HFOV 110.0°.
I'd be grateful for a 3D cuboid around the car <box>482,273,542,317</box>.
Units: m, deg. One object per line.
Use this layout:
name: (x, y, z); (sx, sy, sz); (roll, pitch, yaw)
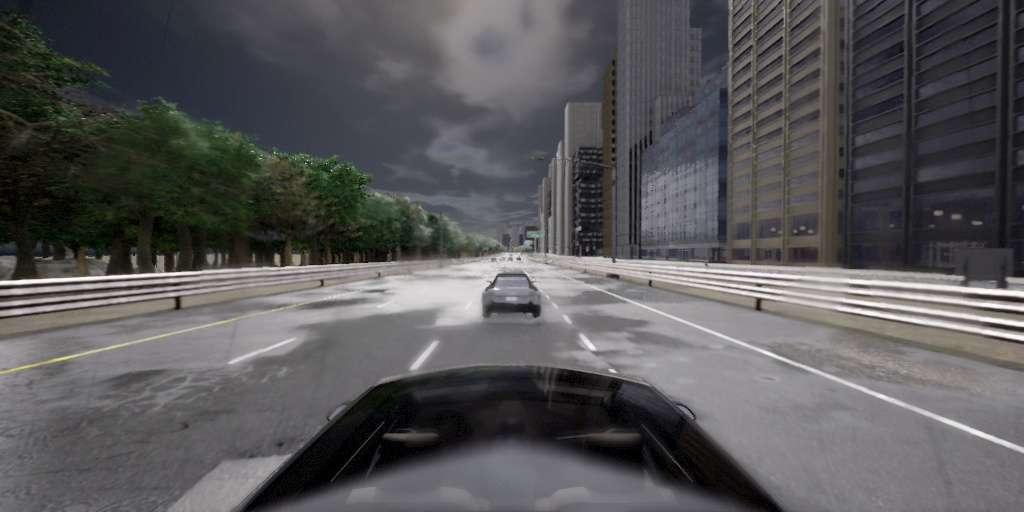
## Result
car: (-0.004, 1.314, 13.261); (1.994, 1.385, 4.181); (0, 0, 0)
